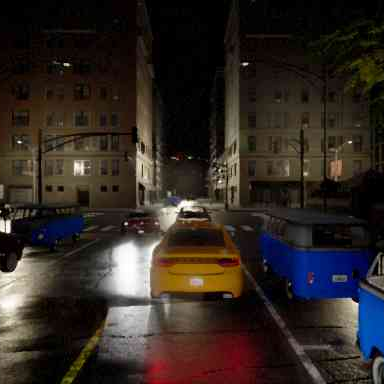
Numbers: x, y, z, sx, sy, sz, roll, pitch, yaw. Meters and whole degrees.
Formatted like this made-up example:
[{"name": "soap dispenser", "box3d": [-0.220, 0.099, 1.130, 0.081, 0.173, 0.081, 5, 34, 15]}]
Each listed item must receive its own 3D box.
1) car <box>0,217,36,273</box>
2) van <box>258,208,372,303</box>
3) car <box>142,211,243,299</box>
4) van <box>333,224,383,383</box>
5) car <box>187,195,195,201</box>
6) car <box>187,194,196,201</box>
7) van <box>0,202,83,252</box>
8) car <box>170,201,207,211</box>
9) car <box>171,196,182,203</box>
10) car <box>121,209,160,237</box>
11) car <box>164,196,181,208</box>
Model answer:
[{"name": "car", "box3d": [-5.822, 1.544, 7.940, 1.887, 1.381, 4.507, 0, 0, 0]}, {"name": "van", "box3d": [2.704, 1.340, 7.912, 1.690, 1.788, 3.998, 0, 0, 0]}, {"name": "car", "box3d": [0.114, 1.477, 8.500, 1.882, 1.535, 5.008, 0, 0, 1]}, {"name": "van", "box3d": [2.679, 1.341, 2.255, 1.690, 1.788, 3.998, 0, 0, 0]}, {"name": "car", "box3d": [-0.313, 1.584, 89.168, 1.895, 1.301, 4.718, 0, 0, -1]}, {"name": "car", "box3d": [-0.227, 1.340, 79.387, 2.097, 1.767, 4.553, 0, 0, -1]}, {"name": "van", "box3d": [-5.796, 1.338, 13.600, 1.690, 1.788, 3.998, 0, 0, 0]}, {"name": "car", "box3d": [0.075, 1.486, 17.919, 2.128, 1.511, 4.902, 0, 0, 0]}, {"name": "car", "box3d": [-3.141, 1.522, 69.651, 2.033, 1.411, 5.357, 0, 0, -1]}, {"name": "car", "box3d": [-2.687, 1.595, 18.154, 1.895, 1.301, 4.718, 0, 0, -7]}, {"name": "car", "box3d": [-3.050, 1.463, 48.878, 1.882, 1.535, 5.008, 0, 0, 0]}]
